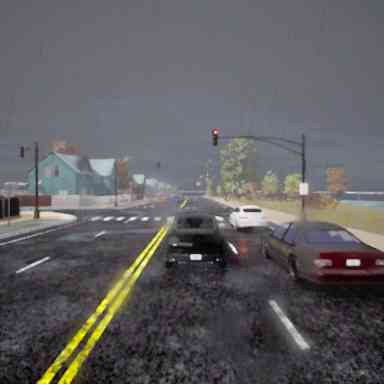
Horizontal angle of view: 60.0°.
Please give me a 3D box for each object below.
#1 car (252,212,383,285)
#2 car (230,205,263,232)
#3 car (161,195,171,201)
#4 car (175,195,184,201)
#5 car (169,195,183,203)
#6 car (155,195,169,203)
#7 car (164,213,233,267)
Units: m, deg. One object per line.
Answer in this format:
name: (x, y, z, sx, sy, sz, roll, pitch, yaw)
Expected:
car: (3.360, 1.535, 9.543, 2.033, 1.411, 5.357, 0, 0, -1)
car: (3.360, 1.502, 19.963, 1.812, 1.442, 4.674, 0, 0, 0)
car: (-6.456, 1.513, 84.014, 2.033, 1.411, 5.357, 0, 0, 0)
car: (-3.206, 1.499, 84.014, 2.128, 1.511, 4.902, 0, 0, 0)
car: (-3.215, 1.444, 68.465, 1.882, 1.535, 5.008, 0, 0, 0)
car: (-6.465, 1.322, 68.500, 2.097, 1.767, 4.553, 0, 0, 0)
car: (0.106, 1.491, 11.355, 1.837, 1.490, 4.892, 0, 0, 0)
